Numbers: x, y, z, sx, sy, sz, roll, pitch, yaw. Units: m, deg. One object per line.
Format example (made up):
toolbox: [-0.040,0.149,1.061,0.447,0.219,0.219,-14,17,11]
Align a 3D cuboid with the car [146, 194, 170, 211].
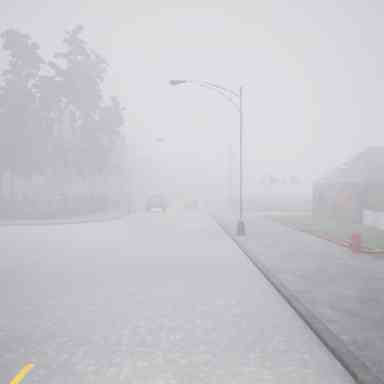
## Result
car: [-4.253,1.221,40.298,2.150,2.045,5.566,0,0,0]

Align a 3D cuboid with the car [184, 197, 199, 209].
car: [-0.073,1.478,46.339,1.882,1.535,5.008,0,0,0]
